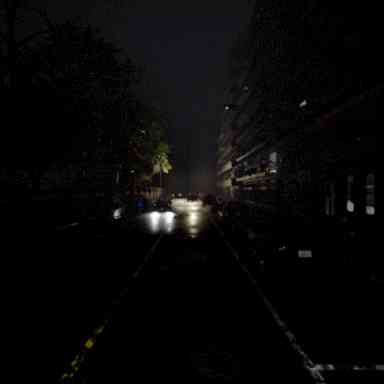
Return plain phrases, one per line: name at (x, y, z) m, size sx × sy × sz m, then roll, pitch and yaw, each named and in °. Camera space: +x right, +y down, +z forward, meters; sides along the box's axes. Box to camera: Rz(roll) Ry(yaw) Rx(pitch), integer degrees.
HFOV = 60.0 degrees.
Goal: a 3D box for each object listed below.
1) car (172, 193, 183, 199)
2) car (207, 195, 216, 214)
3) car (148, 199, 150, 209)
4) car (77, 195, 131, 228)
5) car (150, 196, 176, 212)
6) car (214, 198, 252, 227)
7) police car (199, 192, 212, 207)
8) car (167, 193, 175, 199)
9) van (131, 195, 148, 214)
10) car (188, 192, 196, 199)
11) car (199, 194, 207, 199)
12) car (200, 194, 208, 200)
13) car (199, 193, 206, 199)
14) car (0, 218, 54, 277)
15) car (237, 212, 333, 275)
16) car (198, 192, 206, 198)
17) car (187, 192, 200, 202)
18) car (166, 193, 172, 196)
car at (-2.929, 0.915, 78.100) m, size 2.033 × 1.411 × 5.357 m, roll 0°, pitch 0°, yaw 0°
car at (2.719, 1.326, 32.710) m, size 1.752 × 1.417 × 4.829 m, roll 0°, pitch 0°, yaw 0°
car at (-5.656, 1.352, 38.178) m, size 1.802 × 1.307 × 4.206 m, roll 0°, pitch 0°, yaw 0°
car at (-5.671, 1.181, 21.286) m, size 2.192 × 1.841 × 5.009 m, roll 0°, pitch 0°, yaw 0°
car at (-3.065, 1.383, 36.034) m, size 1.895 × 1.301 × 4.718 m, roll 0°, pitch 0°, yaw 0°
car at (2.709, 1.306, 21.279) m, size 1.967 × 1.590 × 4.097 m, roll 0°, pitch 0°, yaw 0°
police car at (2.408, 1.151, 46.301) m, size 1.930 × 1.638 × 5.238 m, roll 0°, pitch 0°, yaw 0°
car at (-5.611, 0.961, 88.848) m, size 1.967 × 1.590 × 4.097 m, roll 0°, pitch 0°, yaw 0°
van at (-5.661, 1.142, 32.545) m, size 1.690 × 1.788 × 3.998 m, roll 0°, pitch 0°, yaw 0°
car at (0.075, 0.873, 82.504) m, size 1.882 × 1.535 × 5.008 m, roll 0°, pitch 0°, yaw 0°
car at (2.764, 1.090, 83.213) m, size 1.887 × 1.381 × 4.507 m, roll 0°, pitch 0°, yaw 0°
car at (2.760, 1.115, 77.582) m, size 1.887 × 1.381 × 4.507 m, roll 0°, pitch 0°, yaw 0°
car at (2.769, 0.961, 88.842) m, size 1.967 × 1.590 × 4.097 m, roll 0°, pitch 0°, yaw 0°
car at (-5.682, 1.501, 10.027) m, size 1.947 × 1.339 × 4.313 m, roll 0°, pitch 0°, yaw 0°
car at (2.698, 1.501, 10.020) m, size 1.947 × 1.339 × 4.313 m, roll 0°, pitch 0°, yaw 0°
car at (2.774, 0.811, 94.471) m, size 2.192 × 1.841 × 5.009 m, roll 0°, pitch 0°, yaw 0°
car at (0.059, 1.109, 64.759) m, size 1.882 × 1.535 × 5.008 m, roll 0°, pitch 0°, yaw 0°
car at (-5.616, 0.986, 83.220) m, size 1.967 × 1.590 × 4.097 m, roll 0°, pitch 0°, yaw 0°
